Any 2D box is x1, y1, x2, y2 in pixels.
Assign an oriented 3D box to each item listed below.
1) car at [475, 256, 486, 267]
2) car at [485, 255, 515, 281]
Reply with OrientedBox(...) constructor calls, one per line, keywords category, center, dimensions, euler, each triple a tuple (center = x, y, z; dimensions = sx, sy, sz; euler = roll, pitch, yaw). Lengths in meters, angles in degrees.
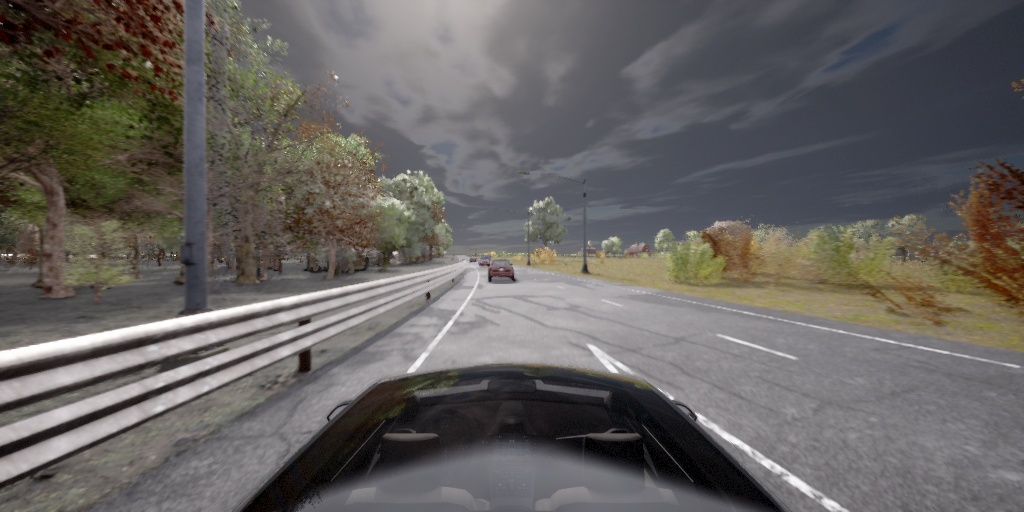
OrientedBox(category="car", center=(-4.959, 1.197, 63.045), dimensions=(1.895, 1.301, 4.718), euler=(0, 0, -9))
OrientedBox(category="car", center=(-0.963, 1.058, 29.803), dimensions=(2.097, 1.767, 4.553), euler=(0, 0, -4))
